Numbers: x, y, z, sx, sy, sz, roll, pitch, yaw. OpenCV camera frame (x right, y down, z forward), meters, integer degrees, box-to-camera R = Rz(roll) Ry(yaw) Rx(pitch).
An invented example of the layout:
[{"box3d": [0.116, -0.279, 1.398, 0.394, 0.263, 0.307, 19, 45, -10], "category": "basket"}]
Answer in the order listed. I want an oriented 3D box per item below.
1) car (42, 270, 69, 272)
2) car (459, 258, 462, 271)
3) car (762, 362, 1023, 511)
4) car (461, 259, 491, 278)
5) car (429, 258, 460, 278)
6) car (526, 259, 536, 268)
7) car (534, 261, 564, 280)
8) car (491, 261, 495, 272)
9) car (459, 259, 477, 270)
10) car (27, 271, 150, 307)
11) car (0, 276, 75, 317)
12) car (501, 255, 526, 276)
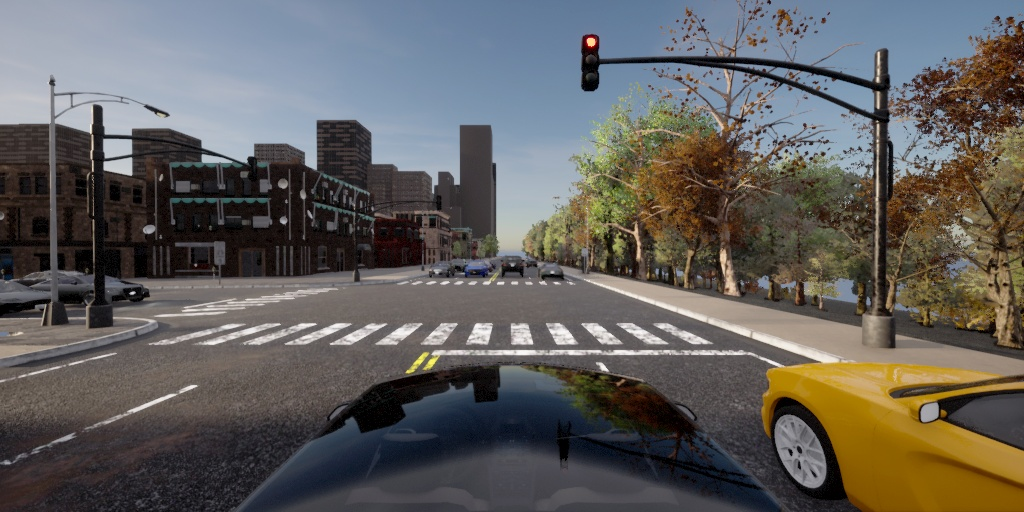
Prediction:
[{"box3d": [-28.301, 1.560, 22.040, 4.403, 1.370, 2.007, 0, 0, 0], "category": "car"}, {"box3d": [-6.634, 1.087, 44.216, 2.097, 1.767, 4.553, 0, 0, 0], "category": "car"}, {"box3d": [3.351, 1.228, 1.432, 1.882, 1.535, 5.008, 0, 0, 0], "category": "car"}, {"box3d": [-3.376, 1.217, 34.733, 1.882, 1.535, 5.008, 0, 0, 0], "category": "car"}, {"box3d": [-6.625, 1.231, 34.342, 2.128, 1.511, 4.902, 0, 0, 0], "category": "car"}, {"box3d": [3.286, 1.232, 60.752, 1.837, 1.490, 4.892, 0, 0, 0], "category": "car"}, {"box3d": [3.319, 1.304, 31.359, 1.994, 1.385, 4.181, 0, 0, 0], "category": "car"}, {"box3d": [-3.382, 1.261, 44.130, 1.812, 1.442, 4.674, 0, 0, 0], "category": "car"}, {"box3d": [-6.634, 1.222, 54.585, 2.128, 1.511, 4.902, 0, 0, 0], "category": "car"}, {"box3d": [-19.186, 1.527, 16.243, 4.181, 1.385, 1.994, -1, 1, 0], "category": "car"}, {"box3d": [-19.959, 1.565, 13.537, 4.313, 1.339, 1.948, 0, 0, 0], "category": "car"}, {"box3d": [0.062, 0.960, 36.847, 2.150, 2.045, 5.566, 0, 0, 0], "category": "car"}]
